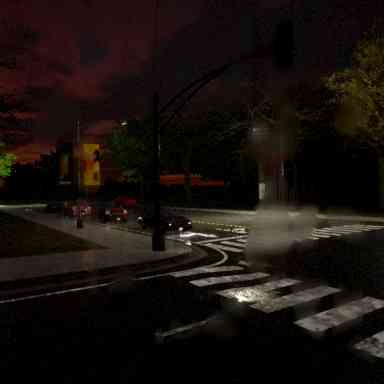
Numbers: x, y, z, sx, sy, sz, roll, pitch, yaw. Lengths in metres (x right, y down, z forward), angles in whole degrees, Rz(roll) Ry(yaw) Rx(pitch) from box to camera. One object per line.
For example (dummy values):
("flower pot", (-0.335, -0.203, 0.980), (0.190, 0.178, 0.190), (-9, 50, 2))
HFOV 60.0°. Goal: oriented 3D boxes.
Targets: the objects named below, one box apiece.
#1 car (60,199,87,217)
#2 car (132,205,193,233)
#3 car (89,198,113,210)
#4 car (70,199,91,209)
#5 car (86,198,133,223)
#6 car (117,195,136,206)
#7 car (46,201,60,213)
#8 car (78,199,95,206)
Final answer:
("car", (-13.087, 1.812, 37.837), (2.097, 1.767, 4.553), (-1, 0, -35))
("car", (-1.975, 1.820, 22.069), (2.033, 1.411, 5.357), (-1, 0, -29))
("car", (-13.791, 1.783, 50.392), (2.097, 1.767, 4.553), (-1, 0, -35))
("car", (-19.655, 2.080, 58.701), (2.033, 1.411, 5.357), (-1, 0, -35))
("car", (-7.475, 1.717, 29.819), (2.097, 1.767, 4.553), (-1, 0, -35))
("car", (-10.633, 1.576, 51.651), (2.150, 2.045, 5.566), (-1, 0, -35))
("car", (-18.846, 2.036, 46.139), (1.882, 1.535, 5.008), (-1, 0, -35))
("car", (-21.155, 2.101, 66.679), (1.994, 1.385, 4.181), (-1, 0, -35))
